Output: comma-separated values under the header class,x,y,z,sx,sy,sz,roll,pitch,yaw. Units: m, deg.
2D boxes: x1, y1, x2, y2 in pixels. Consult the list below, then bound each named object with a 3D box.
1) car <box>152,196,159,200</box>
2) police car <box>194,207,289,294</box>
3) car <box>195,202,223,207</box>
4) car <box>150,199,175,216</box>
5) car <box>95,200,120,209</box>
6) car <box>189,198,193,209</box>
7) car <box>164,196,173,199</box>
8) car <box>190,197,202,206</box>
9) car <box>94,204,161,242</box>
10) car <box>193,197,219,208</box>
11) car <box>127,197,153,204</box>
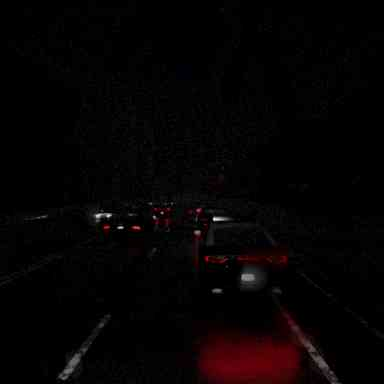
class,x,y,z,sx,sy,sz,roll,pitch,yaw
car,-8.824,1.673,78.911,2.033,1.411,5.357,0,0,1
police car,1.097,1.425,8.917,1.930,1.638,5.238,0,0,1
car,1.211,1.532,18.808,1.812,1.442,4.674,0,0,1
car,-2.749,1.667,33.221,1.895,1.301,4.718,0,0,1
car,-9.401,1.635,37.619,2.033,1.411,5.357,0,0,1
car,0.584,1.658,46.438,1.812,1.442,4.674,0,0,1
car,-5.569,1.577,79.290,1.882,1.535,5.008,0,0,1
car,0.718,1.698,60.664,2.128,1.511,4.902,0,0,1
car,-2.942,1.549,16.384,2.033,1.411,5.357,0,0,1
car,1.279,1.377,24.780,2.097,1.767,4.553,0,0,1
car,-6.145,1.580,37.820,2.128,1.511,4.902,0,0,1
